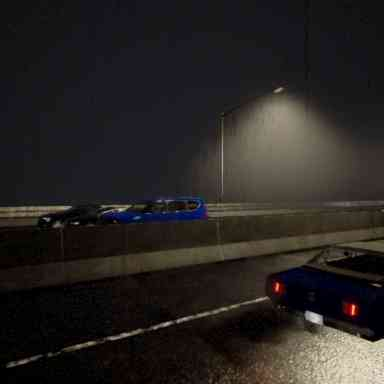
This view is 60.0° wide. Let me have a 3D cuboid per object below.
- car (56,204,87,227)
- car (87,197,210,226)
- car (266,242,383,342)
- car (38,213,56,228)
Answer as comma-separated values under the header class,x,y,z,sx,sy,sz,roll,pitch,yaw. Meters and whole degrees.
class,x,y,z,sx,sy,sz,roll,pitch,yaw
car,-4.389,1.536,18.026,4.902,1.511,2.128,0,0,-35
car,-1.695,1.272,15.645,5.566,2.045,2.150,0,0,-35
car,3.679,1.645,6.343,4.718,1.301,1.895,0,0,-35
car,-6.798,1.519,20.610,5.008,1.535,1.882,0,0,-35
